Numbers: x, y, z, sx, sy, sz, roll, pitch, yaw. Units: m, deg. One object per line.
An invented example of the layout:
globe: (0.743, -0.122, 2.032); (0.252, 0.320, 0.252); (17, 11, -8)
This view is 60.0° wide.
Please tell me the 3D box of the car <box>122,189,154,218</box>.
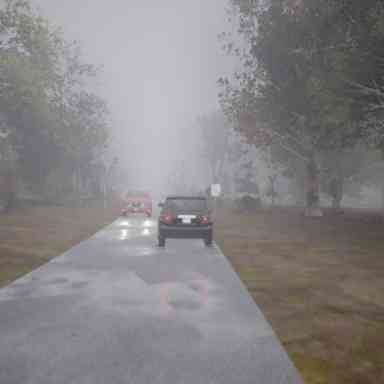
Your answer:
car: (-4.222, 0.829, 26.272); (2.150, 2.045, 5.566); (1, 1, -6)

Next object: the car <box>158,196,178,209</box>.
car: (-2.793, 1.134, 38.355); (1.895, 1.301, 4.718); (2, 0, -9)

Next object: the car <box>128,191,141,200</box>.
car: (-11.705, 0.630, 67.134); (2.097, 1.767, 4.553); (2, 0, -14)

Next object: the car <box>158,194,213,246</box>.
car: (-0.349, 1.095, 14.765); (2.150, 2.045, 5.566); (1, 1, -3)
